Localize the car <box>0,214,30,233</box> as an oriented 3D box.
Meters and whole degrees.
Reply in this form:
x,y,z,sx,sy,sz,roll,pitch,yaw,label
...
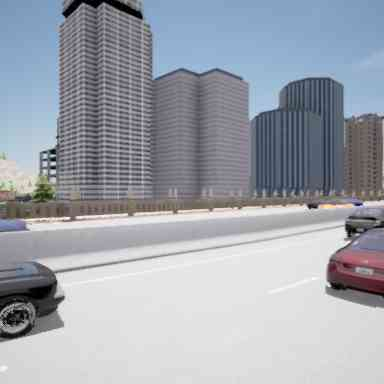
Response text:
x,y,z,sx,sy,sz,roll,pitch,yaw,label
-9.909,1.615,14.183,5.357,1.411,2.033,0,0,-36,car

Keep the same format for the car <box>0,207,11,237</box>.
x,y,z,sx,sy,sz,roll,pitch,yaw,label
-12.120,1.586,16.971,4.892,1.490,1.837,0,0,-37,car

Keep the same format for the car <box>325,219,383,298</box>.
x,y,z,sx,sy,sz,roll,pitch,yaw,label
5.043,1.579,8.096,4.181,1.385,1.994,0,0,-41,car

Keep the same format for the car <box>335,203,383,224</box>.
x,y,z,sx,sy,sz,roll,pitch,yaw,label
9.449,1.525,16.876,4.902,1.511,2.128,0,0,-44,car

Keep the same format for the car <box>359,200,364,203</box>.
x,y,z,sx,sy,sz,roll,pitch,yaw,label
20.222,1.566,42.416,5.008,1.535,1.882,0,0,-44,car

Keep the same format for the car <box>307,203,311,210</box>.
x,y,z,sx,sy,sz,roll,pitch,yaw,label
17.137,1.702,44.292,4.718,1.301,1.895,0,0,-44,car

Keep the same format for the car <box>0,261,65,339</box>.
x,y,z,sx,sy,sz,roll,pitch,yaw,label
-4.490,1.627,4.967,4.718,1.301,1.895,0,0,-35,car

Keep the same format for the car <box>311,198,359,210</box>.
x,y,z,sx,sy,sz,roll,pitch,yaw,label
13.180,1.419,30.565,4.553,1.767,2.097,0,0,-45,car
